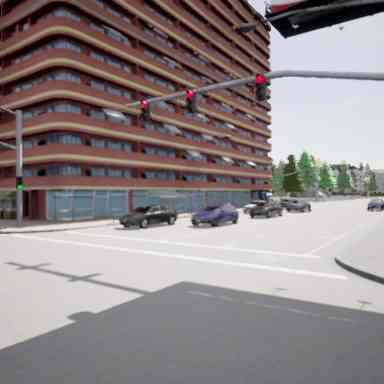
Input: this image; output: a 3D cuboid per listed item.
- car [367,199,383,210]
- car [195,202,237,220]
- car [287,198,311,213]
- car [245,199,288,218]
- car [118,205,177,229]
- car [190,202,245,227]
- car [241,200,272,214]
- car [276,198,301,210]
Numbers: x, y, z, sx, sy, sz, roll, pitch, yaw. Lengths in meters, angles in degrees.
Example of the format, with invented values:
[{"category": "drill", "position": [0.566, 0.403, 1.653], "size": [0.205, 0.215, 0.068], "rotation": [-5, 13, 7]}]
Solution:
[{"category": "car", "position": [23.892, 1.606, 43.003], "size": [2.033, 1.411, 5.357], "rotation": [-1, 0, 35]}, {"category": "car", "position": [2.324, 1.698, 30.963], "size": [1.812, 1.442, 4.674], "rotation": [-1, 0, 35]}, {"category": "car", "position": [12.815, 1.661, 39.759], "size": [1.812, 1.442, 4.674], "rotation": [-1, 0, 36]}, {"category": "car", "position": [7.103, 1.640, 31.682], "size": [1.837, 1.490, 4.892], "rotation": [-1, 0, 35]}, {"category": "car", "position": [-2.990, 1.677, 23.445], "size": [1.837, 1.490, 4.892], "rotation": [-1, 0, 35]}, {"category": "car", "position": [1.757, 1.660, 24.067], "size": [1.812, 1.442, 4.674], "rotation": [-1, 0, 35]}, {"category": "car", "position": [7.503, 1.699, 38.325], "size": [1.812, 1.442, 4.674], "rotation": [-1, 0, 35]}, {"category": "car", "position": [13.614, 1.680, 46.923], "size": [1.837, 1.490, 4.892], "rotation": [-1, -1, 35]}]
